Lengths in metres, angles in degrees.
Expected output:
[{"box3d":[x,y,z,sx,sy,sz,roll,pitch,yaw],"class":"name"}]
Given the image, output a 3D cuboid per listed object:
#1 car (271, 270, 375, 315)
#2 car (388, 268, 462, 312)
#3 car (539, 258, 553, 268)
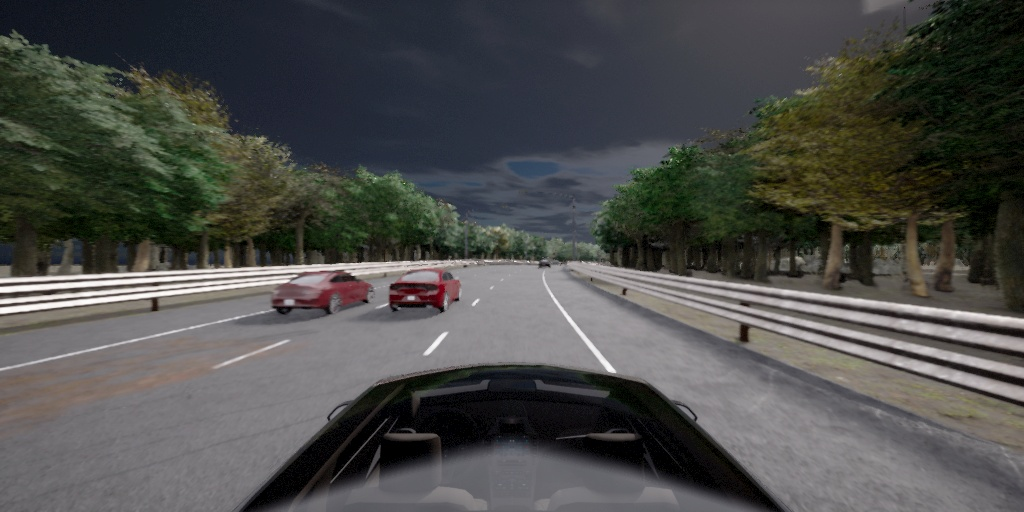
[{"box3d":[-6.745,1.245,13.247,1.812,1.442,4.674,0,0,1],"class":"car"},{"box3d":[-3.220,1.218,14.150,1.882,1.535,5.008,0,0,1],"class":"car"},{"box3d":[5.759,1.336,63.036,1.882,1.535,5.008,0,0,9],"class":"car"}]
